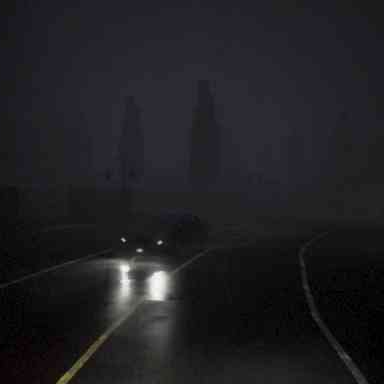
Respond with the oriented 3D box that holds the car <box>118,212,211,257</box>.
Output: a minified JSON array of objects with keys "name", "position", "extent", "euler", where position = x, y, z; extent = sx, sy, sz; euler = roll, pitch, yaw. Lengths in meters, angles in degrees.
[{"name":"car","position":[-0.782,1.554,13.477],"extent":[2.033,1.411,5.357],"euler":[0,0,21]}]

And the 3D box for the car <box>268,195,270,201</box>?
[{"name":"car","position":[14.109,0.900,56.046],"extent":[1.816,1.474,4.193],"euler":[-2,0,-3]}]
